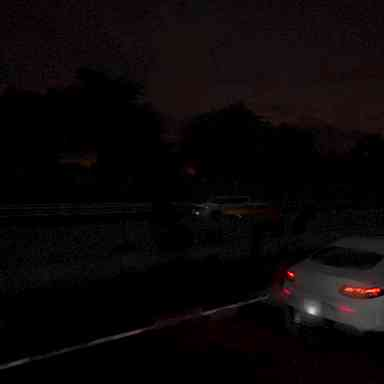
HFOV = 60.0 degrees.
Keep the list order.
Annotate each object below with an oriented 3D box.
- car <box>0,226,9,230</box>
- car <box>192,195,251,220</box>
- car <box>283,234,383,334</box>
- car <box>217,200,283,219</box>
[{"bbox_3d":[-8.767,1.543,10.635,5.357,1.411,2.033,0,0,-36],"label":"car"},{"bbox_3d":[2.683,1.305,27.402,5.566,2.045,2.150,0,0,-35],"label":"car"},{"bbox_3d":[3.702,1.557,6.387,4.674,1.442,1.812,0,0,-36],"label":"car"},{"bbox_3d":[4.514,1.560,24.407,5.008,1.535,1.882,0,0,-35],"label":"car"}]
